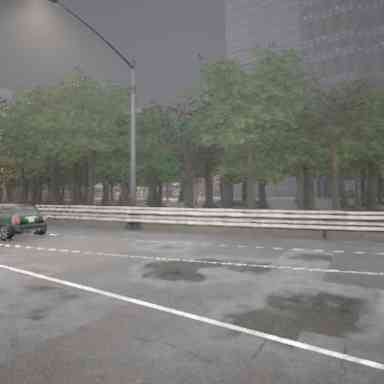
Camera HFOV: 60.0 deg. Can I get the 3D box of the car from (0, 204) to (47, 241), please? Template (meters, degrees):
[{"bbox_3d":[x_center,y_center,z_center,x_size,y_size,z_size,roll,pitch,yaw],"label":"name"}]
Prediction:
[{"bbox_3d":[-9.649,1.375,16.998,4.553,1.767,2.097,0,0,26],"label":"car"}]
